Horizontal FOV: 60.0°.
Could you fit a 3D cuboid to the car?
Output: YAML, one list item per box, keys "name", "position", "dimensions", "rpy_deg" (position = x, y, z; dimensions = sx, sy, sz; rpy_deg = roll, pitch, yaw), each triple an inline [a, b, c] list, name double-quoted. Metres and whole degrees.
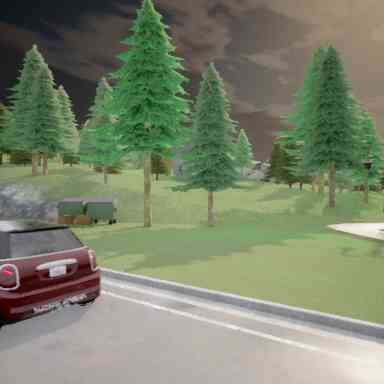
- name: "car"
  position: [-3.988, 1.352, 6.841]
  dimensions: [4.553, 1.767, 2.097]
  rpy_deg: [0, 0, 35]
